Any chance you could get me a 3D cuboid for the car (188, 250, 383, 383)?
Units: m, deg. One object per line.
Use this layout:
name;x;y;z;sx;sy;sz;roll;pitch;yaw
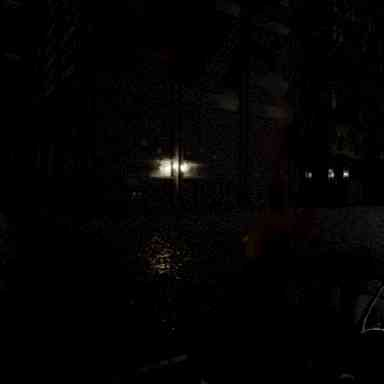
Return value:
car;1.991;1.542;4.341;4.313;1.339;1.947;0;0;-34
